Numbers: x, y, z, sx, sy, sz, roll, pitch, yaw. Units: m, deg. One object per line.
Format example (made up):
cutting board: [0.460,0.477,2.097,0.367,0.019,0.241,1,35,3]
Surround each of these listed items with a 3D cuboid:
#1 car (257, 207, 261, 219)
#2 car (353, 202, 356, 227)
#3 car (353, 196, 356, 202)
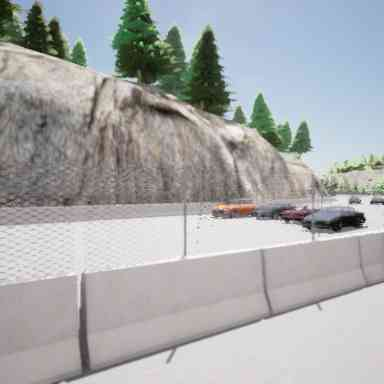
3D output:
car: [7.210,1.532,28.407,4.902,1.511,2.128,0,0,-44]
car: [8.836,1.573,20.336,5.357,1.411,2.033,0,0,-42]
car: [29.906,1.604,60.955,1.837,1.490,4.892,0,0,33]
